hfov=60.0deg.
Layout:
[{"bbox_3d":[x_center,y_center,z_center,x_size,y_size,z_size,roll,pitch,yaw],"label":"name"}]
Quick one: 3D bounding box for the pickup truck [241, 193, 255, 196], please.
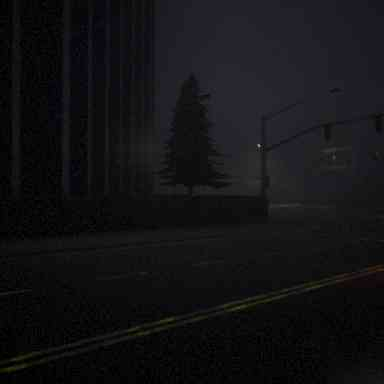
[{"bbox_3d":[11.902,1.336,70.089,2.390,2.098,6.274,0,0,-6],"label":"pickup truck"}]
